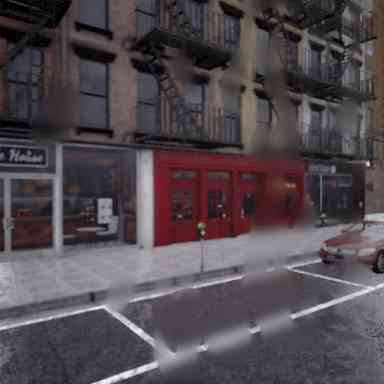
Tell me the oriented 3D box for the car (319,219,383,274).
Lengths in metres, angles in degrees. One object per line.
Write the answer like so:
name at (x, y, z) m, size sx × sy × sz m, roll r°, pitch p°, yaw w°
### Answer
car at (5.708, 1.522, 10.268) m, size 4.206 × 1.307 × 1.802 m, roll 0°, pitch 0°, yaw -36°
